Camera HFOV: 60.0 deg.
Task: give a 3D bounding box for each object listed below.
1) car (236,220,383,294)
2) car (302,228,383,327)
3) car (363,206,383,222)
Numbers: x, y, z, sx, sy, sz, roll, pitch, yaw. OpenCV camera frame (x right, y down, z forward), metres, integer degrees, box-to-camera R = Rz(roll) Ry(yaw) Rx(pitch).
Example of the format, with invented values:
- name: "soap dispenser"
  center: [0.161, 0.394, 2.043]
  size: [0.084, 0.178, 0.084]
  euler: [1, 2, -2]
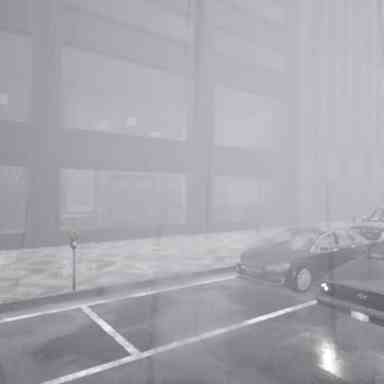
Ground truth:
- name: "car"
  center: [3.122, 1.604, 8.873]
  size: [4.403, 1.369, 2.008]
  euler: [0, 0, -35]
- name: "car"
  center: [4.832, 1.602, 6.821]
  size: [5.357, 1.411, 2.033]
  euler: [0, 0, -35]
- name: "car"
  center: [7.698, 1.408, 12.135]
  size: [5.009, 1.841, 2.192]
  euler: [0, 0, -35]
